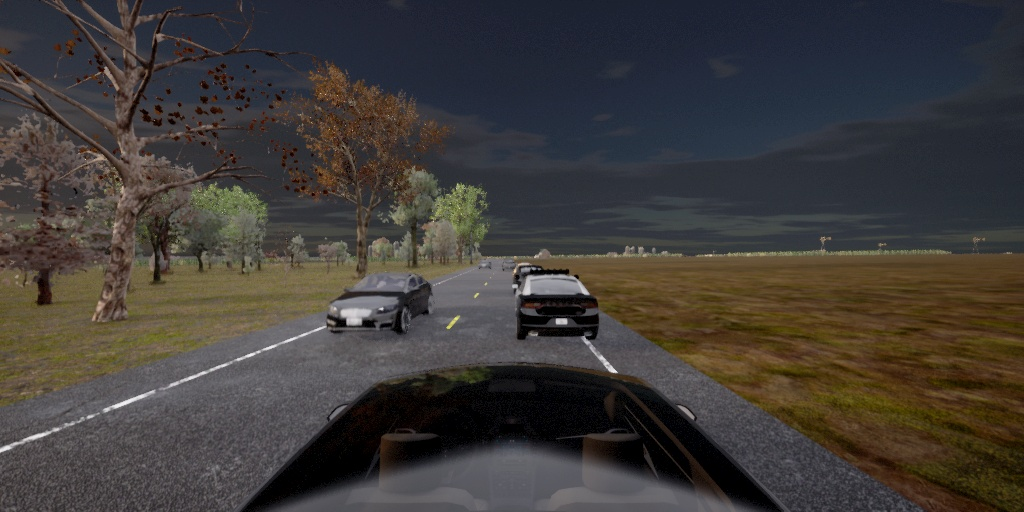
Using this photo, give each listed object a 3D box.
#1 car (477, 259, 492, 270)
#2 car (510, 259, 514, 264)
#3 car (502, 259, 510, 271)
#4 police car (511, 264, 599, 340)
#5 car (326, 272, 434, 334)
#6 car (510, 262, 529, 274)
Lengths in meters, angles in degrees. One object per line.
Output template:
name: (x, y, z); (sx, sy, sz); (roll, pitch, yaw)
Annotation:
car: (-4.091, 1.269, 53.929); (2.128, 1.511, 4.902); (0, 0, -1)
car: (0.937, 1.211, 26.229); (1.801, 1.575, 5.366); (0, 0, -1)
car: (-0.379, 1.265, 49.098); (2.128, 1.511, 4.902); (0, 0, -1)
police car: (1.036, 1.175, 10.133); (1.930, 1.638, 5.238); (0, 0, 0)
car: (-3.621, 1.241, 10.669); (2.128, 1.511, 4.902); (0, 0, 0)
car: (0.985, 1.257, 20.033); (1.837, 1.490, 4.892); (0, 0, 0)
